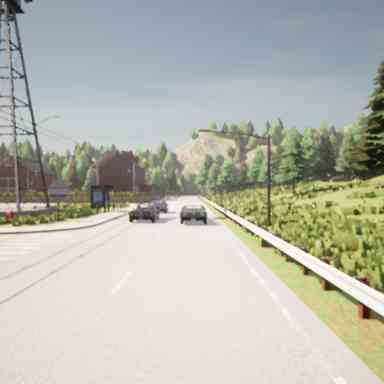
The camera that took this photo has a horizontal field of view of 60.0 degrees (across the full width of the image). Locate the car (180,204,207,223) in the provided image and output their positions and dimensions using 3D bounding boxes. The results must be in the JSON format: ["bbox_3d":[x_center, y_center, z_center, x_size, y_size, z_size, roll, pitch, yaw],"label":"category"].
[{"bbox_3d":[0.109,1.574,24.876,1.895,1.301,4.718,0,0,0],"label":"car"}]

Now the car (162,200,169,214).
[{"bbox_3d":[-3.550,1.527,35.211,1.994,1.385,4.181,0,0,1],"label":"car"}]

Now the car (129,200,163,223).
[{"bbox_3d":[-3.584,1.574,25.554,1.895,1.301,4.718,0,0,0],"label":"car"}]
